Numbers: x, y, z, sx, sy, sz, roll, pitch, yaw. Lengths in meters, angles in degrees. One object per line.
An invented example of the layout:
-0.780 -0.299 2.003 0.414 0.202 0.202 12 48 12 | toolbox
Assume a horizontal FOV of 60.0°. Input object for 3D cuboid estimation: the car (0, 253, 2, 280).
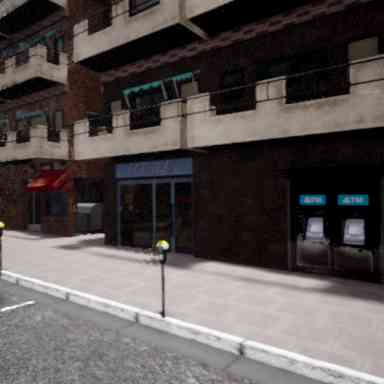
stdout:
-6.106 1.295 7.244 5.009 1.841 2.192 0 -1 36 | car
